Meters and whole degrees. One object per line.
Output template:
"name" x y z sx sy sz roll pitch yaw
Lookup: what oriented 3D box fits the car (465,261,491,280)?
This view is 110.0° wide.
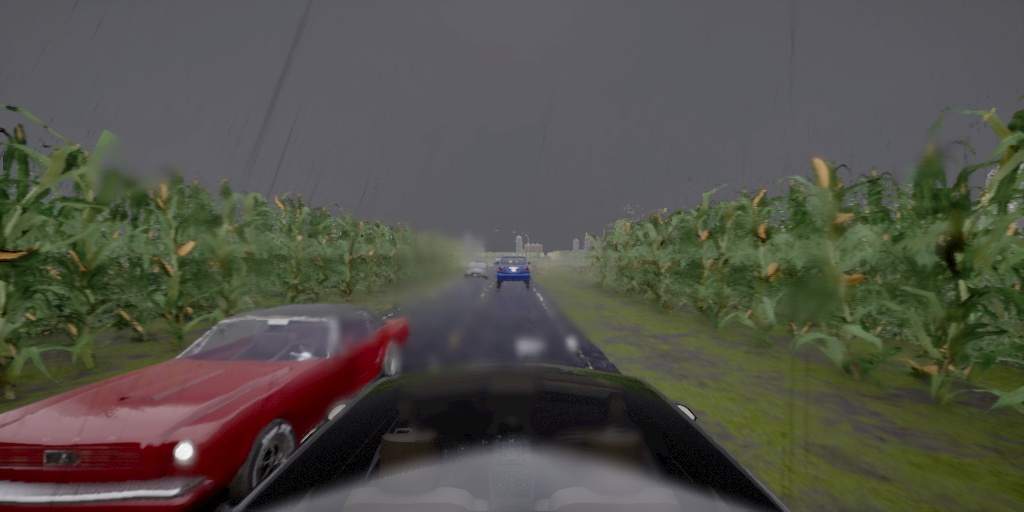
"car" -2.843 1.239 30.670 1.837 1.490 4.892 0 1 0

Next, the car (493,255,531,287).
"car" 0.104 0.962 24.288 2.150 2.045 5.566 0 0 0

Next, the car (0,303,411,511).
"car" -2.828 1.351 4.462 1.895 1.301 4.718 0 0 0
